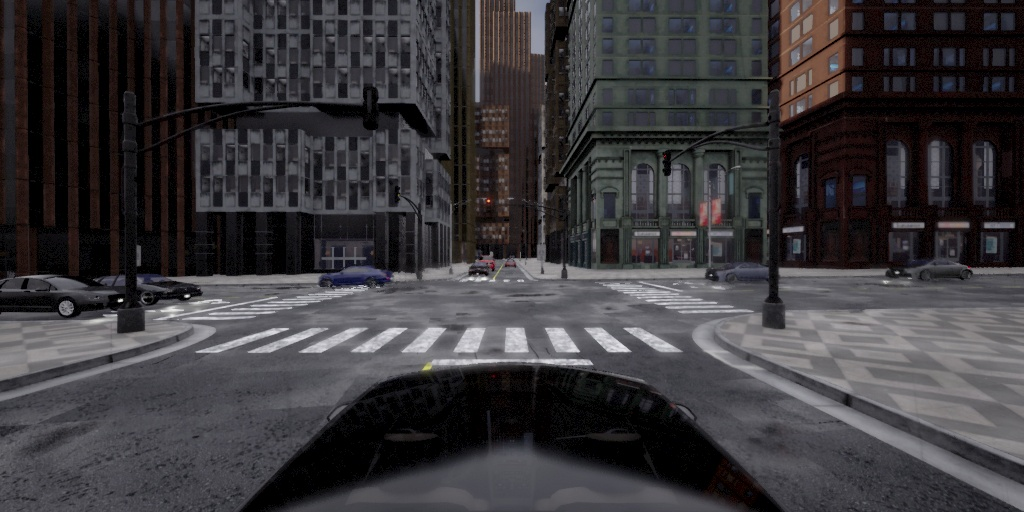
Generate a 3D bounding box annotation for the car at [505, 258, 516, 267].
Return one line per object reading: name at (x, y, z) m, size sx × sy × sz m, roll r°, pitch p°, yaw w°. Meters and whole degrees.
car at (-0.260, 1.243, 63.157) m, size 1.994 × 1.385 × 4.181 m, roll 0°, pitch 0°, yaw 0°

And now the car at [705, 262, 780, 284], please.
car at (15.195, 1.065, 23.747) m, size 4.181 × 1.385 × 1.994 m, roll -1°, pitch 0°, yaw 0°

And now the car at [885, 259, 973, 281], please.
car at (27.549, 0.906, 23.777) m, size 4.181 × 1.385 × 1.994 m, roll -1°, pitch 0°, yaw 0°

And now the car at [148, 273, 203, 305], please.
car at (-17.860, 1.523, 17.017) m, size 5.357 × 1.411 × 2.033 m, roll -1°, pitch 0°, yaw 5°

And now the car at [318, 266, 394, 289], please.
car at (-10.252, 1.365, 23.684) m, size 4.674 × 1.442 × 1.812 m, roll -1°, pitch 0°, yaw 0°

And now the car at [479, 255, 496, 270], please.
car at (-3.322, 0.934, 46.863) m, size 2.150 × 2.045 × 5.566 m, roll 0°, pitch 0°, yaw -1°

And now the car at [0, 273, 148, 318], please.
car at (-17.418, 1.492, 13.711) m, size 4.892 × 1.490 × 1.837 m, roll -1°, pitch 0°, yaw 0°

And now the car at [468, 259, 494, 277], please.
car at (-3.229, 1.276, 36.183) m, size 2.033 × 1.411 × 5.357 m, roll 0°, pitch 0°, yaw 0°

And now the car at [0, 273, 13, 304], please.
car at (-27.346, 1.609, 16.938) m, size 4.892 × 1.490 × 1.837 m, roll -1°, pitch 0°, yaw 0°
